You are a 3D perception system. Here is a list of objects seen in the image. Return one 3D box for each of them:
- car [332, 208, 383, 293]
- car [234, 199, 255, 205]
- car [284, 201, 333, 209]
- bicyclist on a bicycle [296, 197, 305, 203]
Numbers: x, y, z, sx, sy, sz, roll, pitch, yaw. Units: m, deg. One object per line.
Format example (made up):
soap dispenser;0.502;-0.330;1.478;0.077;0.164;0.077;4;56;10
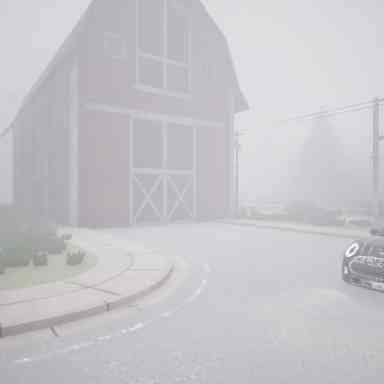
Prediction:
car;5.647;1.329;8.053;4.553;1.767;2.097;0;0;-36
car;5.500;1.552;38.464;1.812;1.442;4.674;0;0;-34
car;10.928;1.574;30.579;2.033;1.411;5.357;0;0;-35
bicyclist on a bicycle;13.256;1.322;40.202;1.656;1.620;0.582;46;-25;-24
